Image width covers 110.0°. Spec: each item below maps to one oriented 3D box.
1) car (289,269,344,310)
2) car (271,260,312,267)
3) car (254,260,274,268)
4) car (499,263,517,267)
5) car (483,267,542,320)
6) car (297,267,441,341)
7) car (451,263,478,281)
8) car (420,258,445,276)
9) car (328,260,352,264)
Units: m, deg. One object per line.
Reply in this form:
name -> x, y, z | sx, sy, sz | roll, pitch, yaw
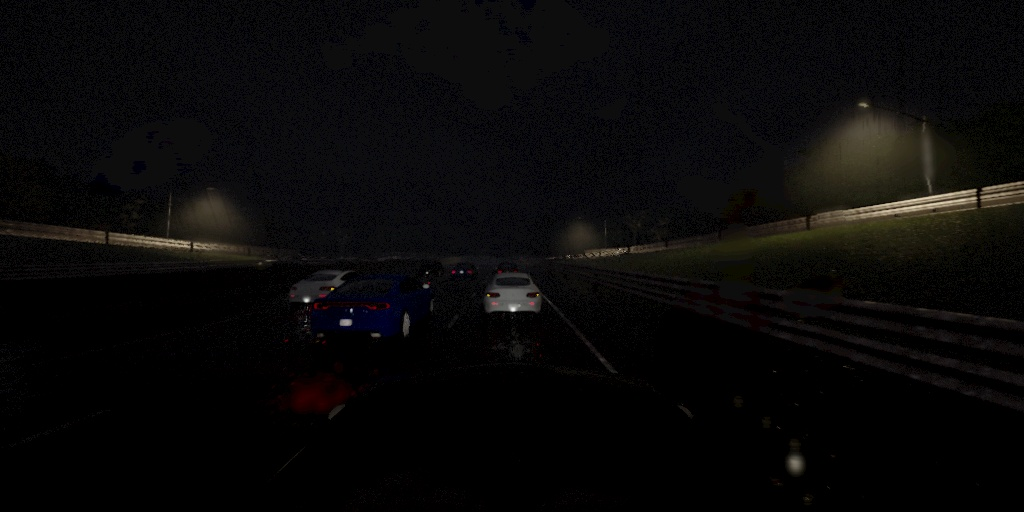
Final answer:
car -> -7.022, 1.261, 14.506 | 1.812, 1.442, 4.674 | 0, 0, -1
car -> -21.736, 1.291, 36.462 | 1.895, 1.301, 4.718 | 0, 0, -1
car -> -25.267, 1.177, 38.082 | 2.128, 1.511, 4.902 | 0, 0, -1
car -> -0.372, 1.261, 29.626 | 2.033, 1.411, 5.357 | 0, 0, -1
car -> 0.001, 1.266, 12.512 | 1.812, 1.442, 4.674 | 0, 0, -1
car -> -3.460, 1.219, 9.878 | 1.882, 1.535, 5.008 | 0, 0, -1
car -> -3.872, 1.259, 29.598 | 2.033, 1.411, 5.357 | 0, 0, -1
car -> -7.475, 1.207, 33.676 | 1.837, 1.490, 4.892 | 0, 0, -1
car -> -18.267, 1.180, 37.886 | 2.128, 1.511, 4.902 | 0, 0, -1
